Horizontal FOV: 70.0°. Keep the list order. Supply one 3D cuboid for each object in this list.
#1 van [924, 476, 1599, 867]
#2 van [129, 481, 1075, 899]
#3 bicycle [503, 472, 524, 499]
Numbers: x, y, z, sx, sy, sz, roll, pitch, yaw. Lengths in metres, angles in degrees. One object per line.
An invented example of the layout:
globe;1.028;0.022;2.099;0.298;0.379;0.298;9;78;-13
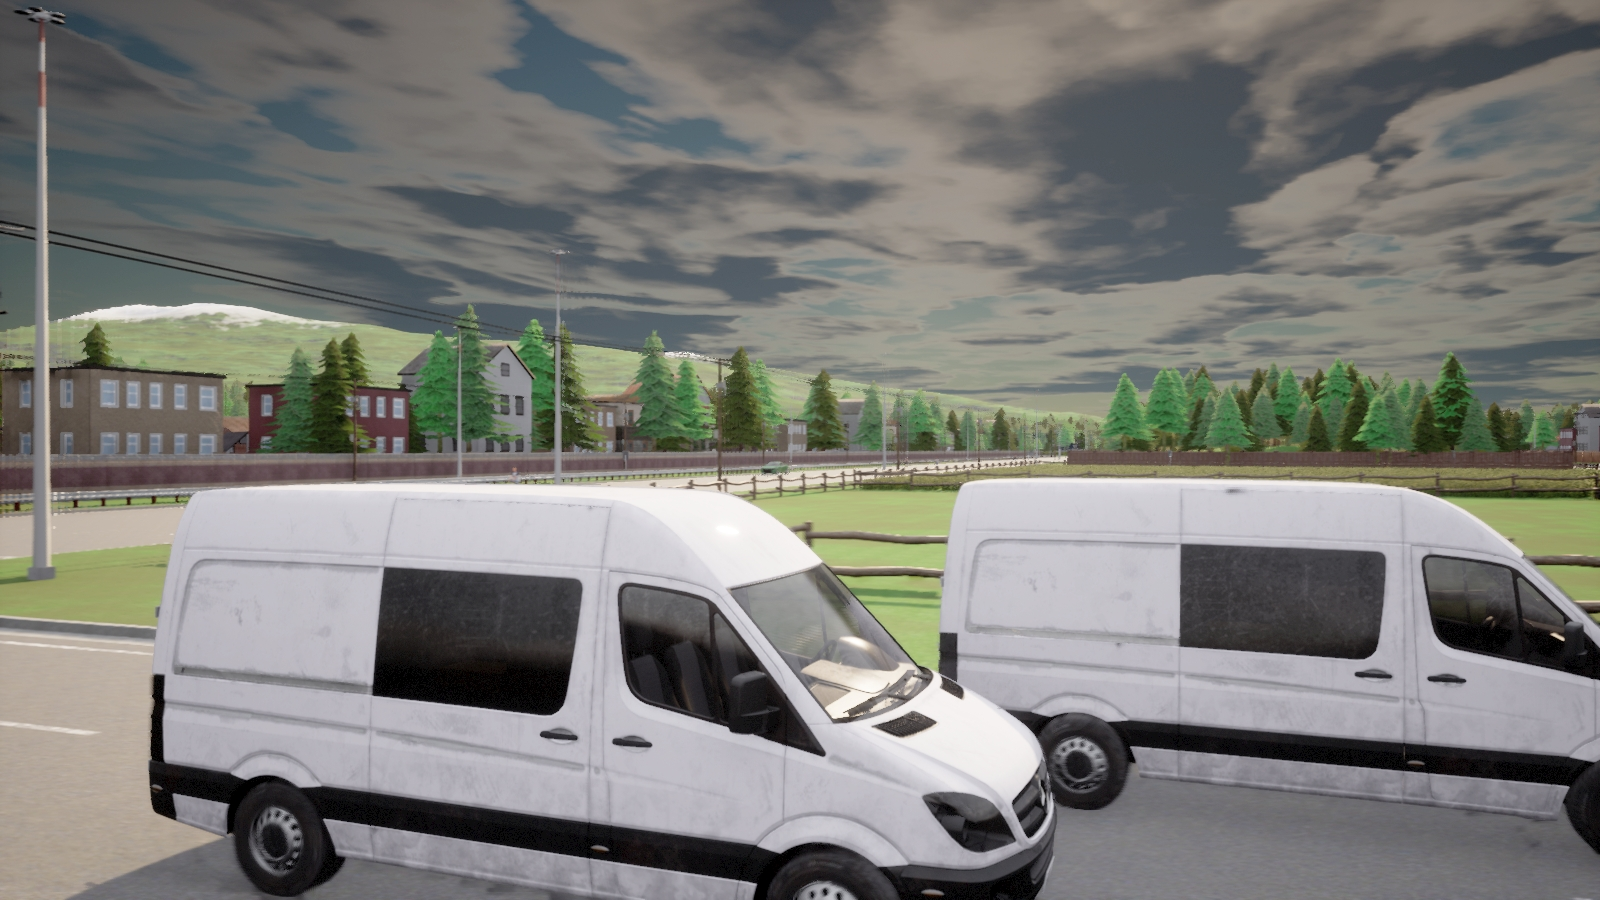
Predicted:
van;4.127;1.535;9.231;5.915;2.561;1.988;0;0;20
van;-1.336;1.535;7.496;5.915;2.561;1.988;0;0;20
bicycle;-16.639;2.059;66.367;0.373;1.496;1.643;0;0;19
